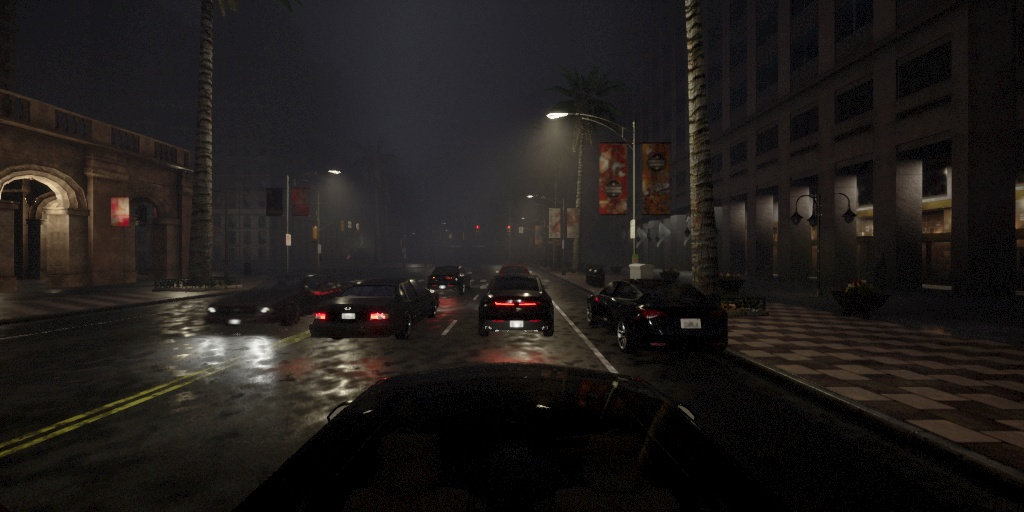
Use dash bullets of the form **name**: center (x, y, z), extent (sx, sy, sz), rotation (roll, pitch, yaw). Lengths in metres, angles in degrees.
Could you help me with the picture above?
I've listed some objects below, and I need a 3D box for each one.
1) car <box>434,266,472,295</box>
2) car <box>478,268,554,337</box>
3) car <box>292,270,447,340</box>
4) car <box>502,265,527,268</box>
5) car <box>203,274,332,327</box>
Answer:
- **car**: center (-3.384, 1.255, 19.855), extent (1.837, 1.490, 4.892), rotation (0, 0, 0)
- **car**: center (0.097, 1.254, 10.346), extent (1.837, 1.490, 4.892), rotation (0, 0, 0)
- **car**: center (-3.393, 1.297, 9.966), extent (2.033, 1.411, 5.357), rotation (0, 0, 0)
- **car**: center (0.111, 1.228, 19.796), extent (1.882, 1.535, 5.008), rotation (0, 0, 0)
- **car**: center (-7.076, 1.298, 11.817), extent (2.033, 1.411, 5.357), rotation (0, 0, 0)
